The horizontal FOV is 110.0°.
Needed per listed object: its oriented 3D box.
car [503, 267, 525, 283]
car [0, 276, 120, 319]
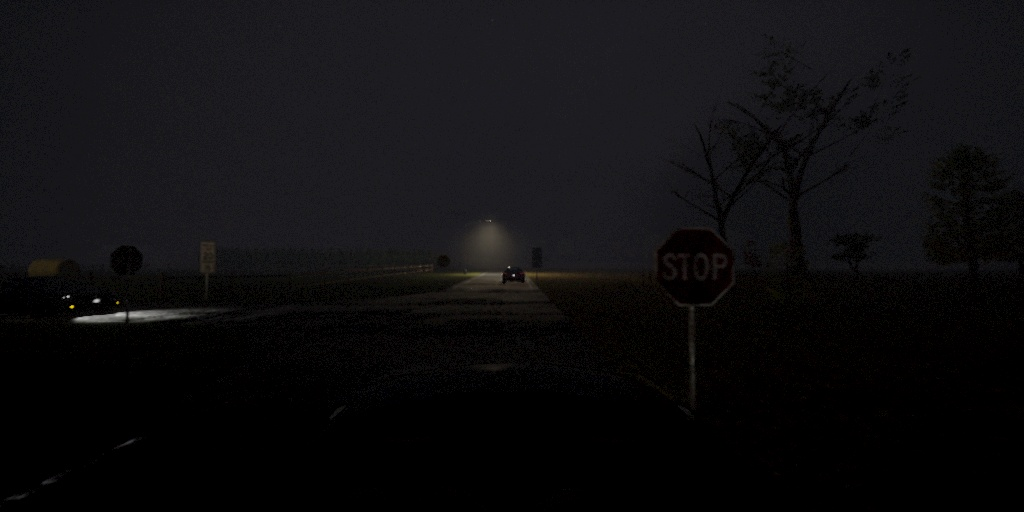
[{"bbox_3d":[0.147,1.699,33.226,1.994,1.385,4.181,0,-1,0],"label":"car"},{"bbox_3d":[-16.808,1.413,12.755,4.181,1.385,1.994,0,-2,-1],"label":"car"}]
